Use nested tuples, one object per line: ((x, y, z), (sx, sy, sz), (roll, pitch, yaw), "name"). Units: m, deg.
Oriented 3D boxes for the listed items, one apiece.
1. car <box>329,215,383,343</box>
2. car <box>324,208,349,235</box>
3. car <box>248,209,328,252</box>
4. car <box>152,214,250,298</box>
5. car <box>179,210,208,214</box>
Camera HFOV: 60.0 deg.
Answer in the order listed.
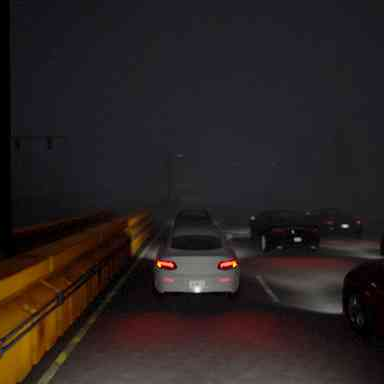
((3.592, 1.349, 3.797), (2.097, 1.767, 4.553), (0, 0, 0), "car")
((7.078, 1.545, 17.376), (1.994, 1.385, 4.181), (0, 0, 0), "car")
((3.583, 1.463, 13.759), (1.882, 1.535, 5.008), (0, 0, 0), "car")
((0.089, 1.516, 8.362), (1.812, 1.442, 4.674), (0, 0, 0), "car")
((0.079, 1.582, 17.484), (1.895, 1.301, 4.718), (0, 0, 0), "car")
